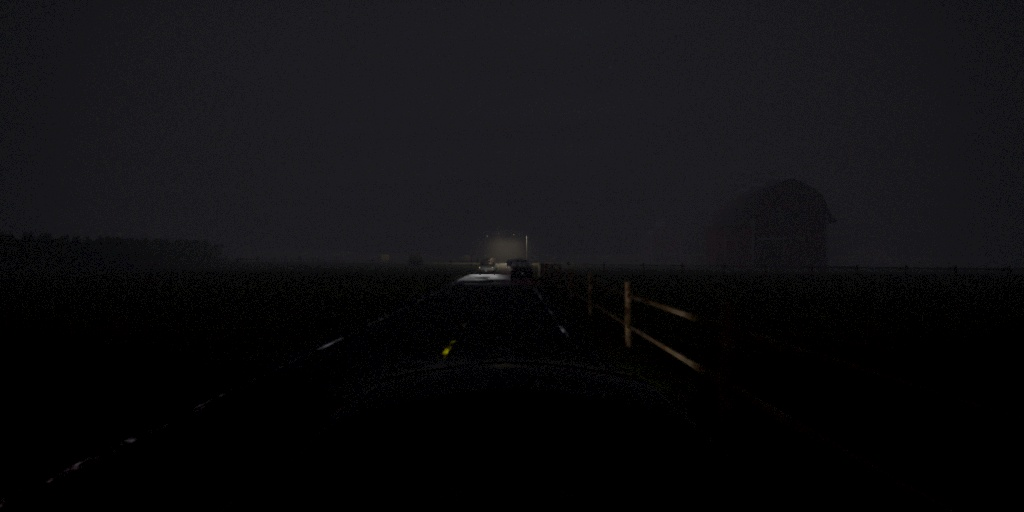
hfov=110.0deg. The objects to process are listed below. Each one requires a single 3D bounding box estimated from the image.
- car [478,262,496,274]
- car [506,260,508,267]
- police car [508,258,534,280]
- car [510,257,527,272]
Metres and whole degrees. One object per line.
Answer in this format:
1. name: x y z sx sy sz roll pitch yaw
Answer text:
1. car: -2.835 1.334 41.534 1.895 1.301 4.718 0 0 0
2. car: 0.000 1.199 64.925 1.882 1.535 5.008 0 0 0
3. police car: 0.824 1.163 30.835 1.930 1.638 5.238 0 0 0
4. car: 0.823 1.081 46.695 2.097 1.767 4.553 0 0 0
